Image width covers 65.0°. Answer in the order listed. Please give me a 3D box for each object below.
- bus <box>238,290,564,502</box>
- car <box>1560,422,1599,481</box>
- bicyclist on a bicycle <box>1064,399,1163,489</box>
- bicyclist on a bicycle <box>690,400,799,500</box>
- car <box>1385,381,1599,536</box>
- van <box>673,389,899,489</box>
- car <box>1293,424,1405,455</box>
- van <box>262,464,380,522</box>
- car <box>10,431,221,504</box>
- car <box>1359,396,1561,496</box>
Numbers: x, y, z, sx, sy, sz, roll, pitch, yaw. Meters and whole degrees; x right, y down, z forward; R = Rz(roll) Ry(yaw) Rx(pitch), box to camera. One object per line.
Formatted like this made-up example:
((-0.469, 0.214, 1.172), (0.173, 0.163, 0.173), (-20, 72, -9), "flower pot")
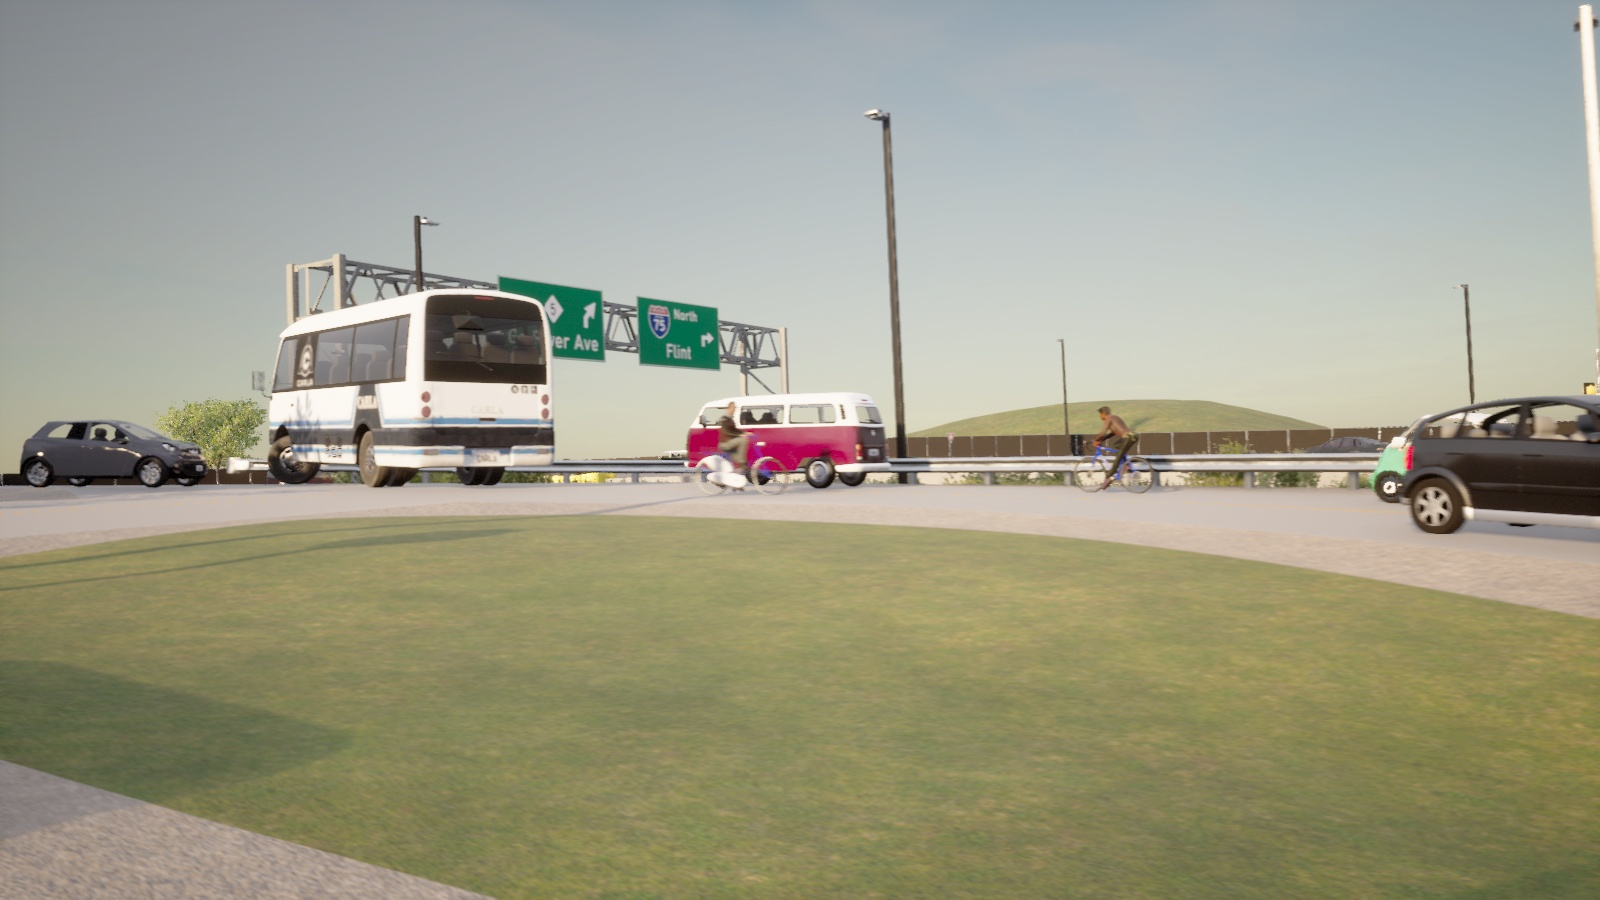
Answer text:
((-10.016, -1.105, 30.444), (3.944, 4.253, 10.273), (-2, 1, -39), "bus")
((22.564, -0.040, 32.805), (4.514, 1.525, 2.007), (-3, -1, 33), "car")
((5.796, -0.093, 23.269), (1.656, 1.620, 0.582), (-2, 1, 42), "bicyclist on a bicycle")
((-1.026, 0.001, 23.170), (1.843, 1.776, 0.659), (-1, 2, 20), "bicyclist on a bicycle")
((8.470, 0.041, 13.420), (1.789, 1.549, 3.705), (-3, 2, -25), "car")
((-0.334, -0.199, 27.541), (4.480, 2.038, 2.069), (-1, 0, 30), "van")
((29.704, -0.534, 68.164), (2.033, 1.411, 5.357), (-3, 0, -30), "car")
((-17.752, 1.612, 46.485), (4.442, 1.987, 1.775), (-3, -1, 33), "van")
((-15.045, 0.388, 27.733), (3.633, 1.501, 1.845), (-1, -1, 2), "car")
((9.860, -0.061, 18.837), (1.481, 1.376, 2.207), (-3, 1, -34), "car")
